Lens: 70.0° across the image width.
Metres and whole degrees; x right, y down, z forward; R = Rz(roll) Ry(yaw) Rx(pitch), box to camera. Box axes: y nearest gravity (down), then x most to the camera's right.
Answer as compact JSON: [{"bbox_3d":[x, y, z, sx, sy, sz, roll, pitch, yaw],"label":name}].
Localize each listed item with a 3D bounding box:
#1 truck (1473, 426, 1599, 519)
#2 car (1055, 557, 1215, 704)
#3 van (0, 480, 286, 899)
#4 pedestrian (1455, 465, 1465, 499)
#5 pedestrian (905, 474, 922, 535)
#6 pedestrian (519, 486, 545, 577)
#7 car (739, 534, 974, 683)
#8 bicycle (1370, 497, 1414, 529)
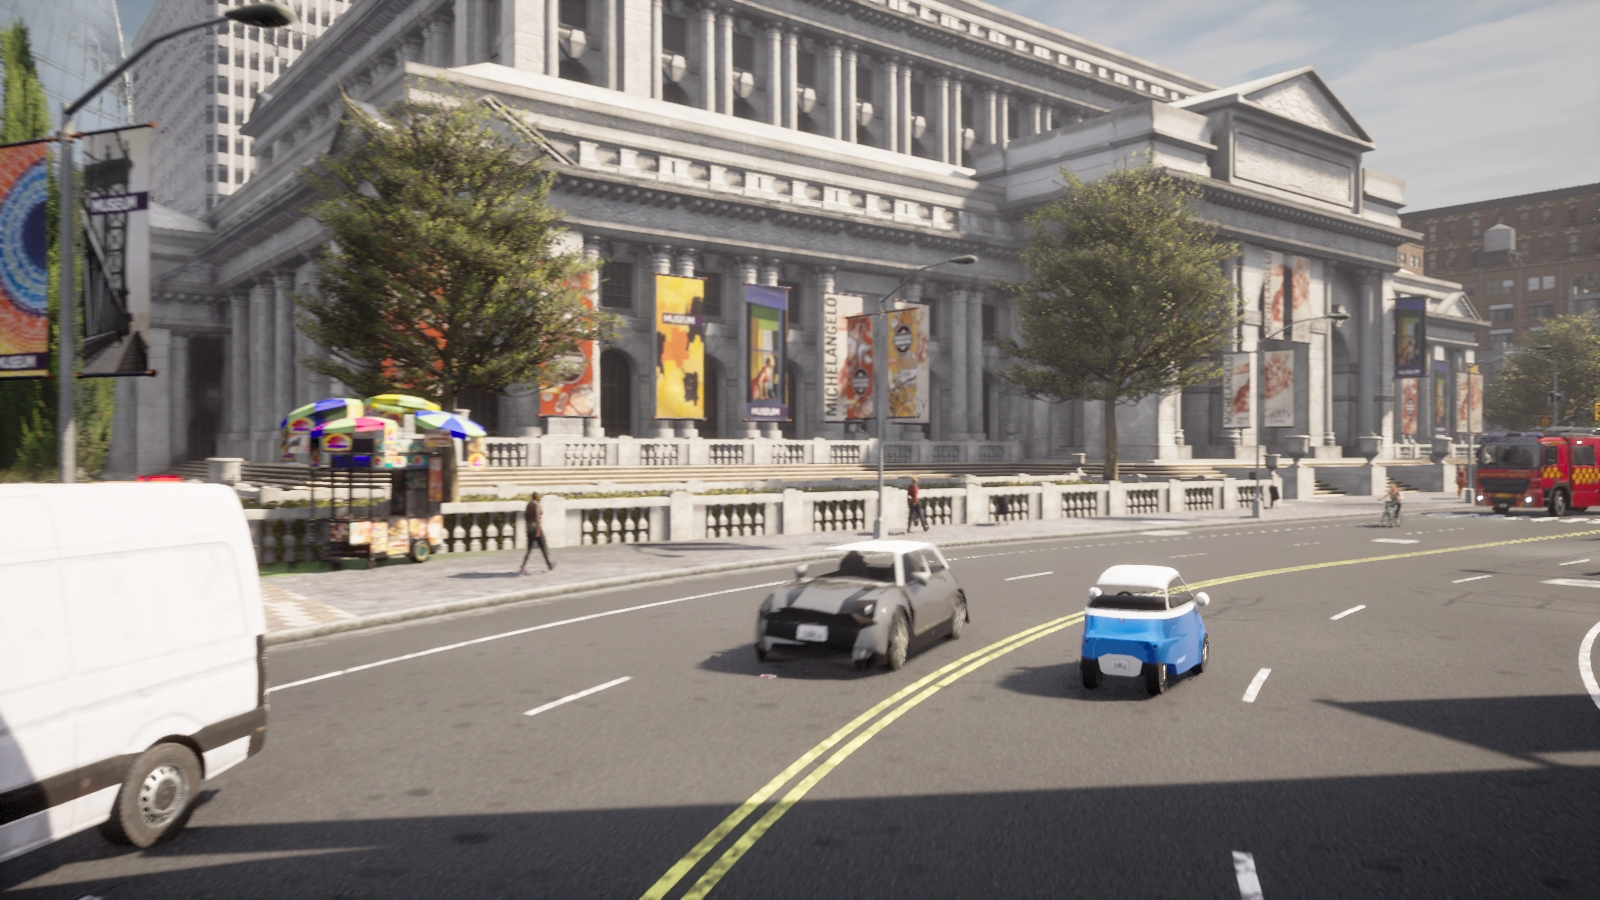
[{"bbox_3d":[33.664,0.914,50.096,8.468,3.827,2.891,0,0,-25],"label":"truck"},{"bbox_3d":[4.154,2.123,13.999,1.481,1.376,2.207,0,0,27],"label":"car"},{"bbox_3d":[-5.845,1.530,6.647,1.988,2.561,5.915,0,0,14],"label":"van"},{"bbox_3d":[35.736,1.722,61.849,0.375,1.860,0.375,0,0,-37],"label":"pedestrian"},{"bbox_3d":[3.562,1.698,35.781,0.375,1.860,0.375,0,0,-38],"label":"pedestrian"},{"bbox_3d":[-5.617,1.692,23.929,0.375,1.860,0.375,0,0,32],"label":"pedestrian"},{"bbox_3d":[0.920,2.065,15.870,1.970,1.475,3.806,0,0,25],"label":"car"},{"bbox_3d":[21.405,2.271,41.308,1.487,1.080,0.859,0,0,-38],"label":"bicycle"}]
